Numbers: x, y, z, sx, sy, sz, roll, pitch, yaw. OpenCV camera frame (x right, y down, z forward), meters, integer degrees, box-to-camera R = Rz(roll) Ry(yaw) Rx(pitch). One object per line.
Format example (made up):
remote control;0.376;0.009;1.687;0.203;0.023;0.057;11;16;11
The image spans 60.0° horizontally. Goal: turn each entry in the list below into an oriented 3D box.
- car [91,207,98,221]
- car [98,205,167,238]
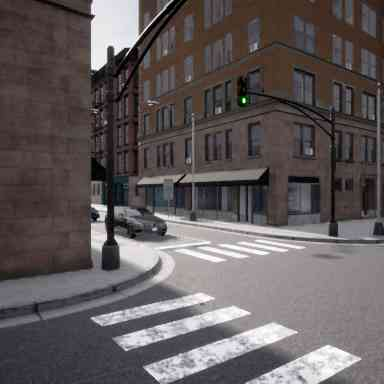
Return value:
car;-8.719;1.398;25.197;2.033;1.411;5.357;0;0;-36
car;-3.064;1.436;17.271;1.812;1.442;4.674;0;0;-35
